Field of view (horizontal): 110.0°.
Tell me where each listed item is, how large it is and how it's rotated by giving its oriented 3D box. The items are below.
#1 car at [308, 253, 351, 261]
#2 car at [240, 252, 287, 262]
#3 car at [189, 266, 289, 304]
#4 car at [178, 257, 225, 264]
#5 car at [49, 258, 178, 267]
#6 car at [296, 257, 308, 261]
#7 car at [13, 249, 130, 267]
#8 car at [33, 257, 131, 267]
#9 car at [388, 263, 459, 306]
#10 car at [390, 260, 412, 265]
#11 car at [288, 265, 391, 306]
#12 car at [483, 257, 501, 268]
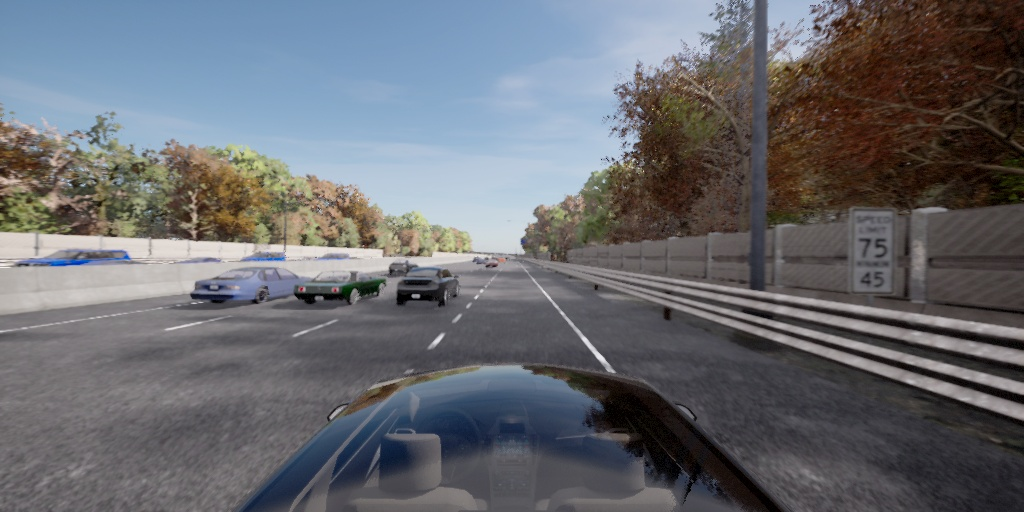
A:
[{"bbox_3d":[-20.871,0.666,41.933,2.150,2.045,5.566,1,0,1],"label":"car"},{"bbox_3d":[-27.873,0.559,40.384,2.150,2.045,5.566,1,0,1],"label":"car"},{"bbox_3d":[-10.458,1.143,15.095,2.033,1.411,5.357,1,0,0],"label":"car"},{"bbox_3d":[-31.423,0.809,36.323,1.812,1.442,4.674,1,0,1],"label":"car"},{"bbox_3d":[-21.029,1.002,19.247,1.994,1.385,4.181,1,0,0],"label":"car"},{"bbox_3d":[-24.368,0.882,42.850,2.128,1.511,4.902,1,0,0],"label":"car"},{"bbox_3d":[-27.985,0.558,23.195,2.150,2.045,5.566,1,0,1],"label":"car"},{"bbox_3d":[-24.507,0.934,21.912,2.033,1.411,5.357,1,0,1],"label":"car"},{"bbox_3d":[-3.459,1.206,15.353,1.837,1.490,4.892,1,0,0],"label":"car"},{"bbox_3d":[-10.391,1.088,34.691,2.128,1.511,4.902,1,0,0],"label":"car"},{"bbox_3d":[-6.961,1.248,15.207,1.895,1.301,4.718,1,0,0],"label":"car"},{"bbox_3d":[-3.302,1.303,60.774,1.895,1.301,4.718,1,0,0],"label":"car"}]
